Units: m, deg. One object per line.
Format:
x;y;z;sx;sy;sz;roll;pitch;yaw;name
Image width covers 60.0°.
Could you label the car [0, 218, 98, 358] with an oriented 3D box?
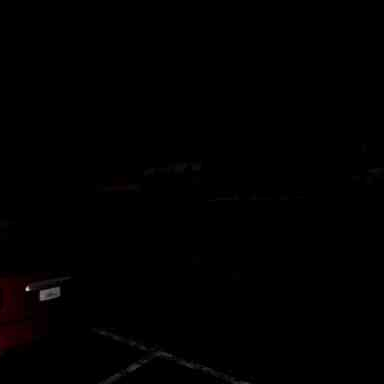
-3.686;1.349;5.492;5.009;1.841;2.192;0;-2;36;car
